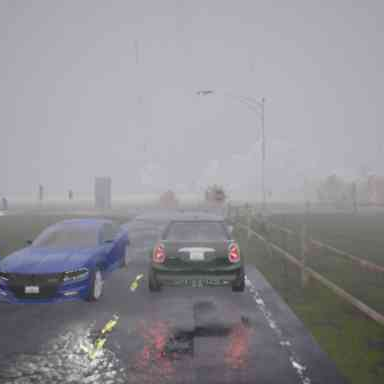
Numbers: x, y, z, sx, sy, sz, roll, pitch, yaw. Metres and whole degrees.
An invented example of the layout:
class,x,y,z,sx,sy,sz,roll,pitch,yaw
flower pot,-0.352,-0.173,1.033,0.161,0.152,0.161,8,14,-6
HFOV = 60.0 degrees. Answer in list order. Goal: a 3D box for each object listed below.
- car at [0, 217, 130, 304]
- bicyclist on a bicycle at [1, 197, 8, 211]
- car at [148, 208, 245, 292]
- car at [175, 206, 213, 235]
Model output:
class,x,y,z,sx,sy,sz,roll,pitch,yaw
car,-2.841,1.458,8.410,1.882,1.535,5.008,0,0,0
bicyclist on a bicycle,-22.501,1.420,39.914,0.582,1.620,1.656,0,0,0
car,0.100,1.331,9.013,2.097,1.767,4.553,0,0,0
car,0.104,1.556,19.302,1.895,1.301,4.718,0,0,0
